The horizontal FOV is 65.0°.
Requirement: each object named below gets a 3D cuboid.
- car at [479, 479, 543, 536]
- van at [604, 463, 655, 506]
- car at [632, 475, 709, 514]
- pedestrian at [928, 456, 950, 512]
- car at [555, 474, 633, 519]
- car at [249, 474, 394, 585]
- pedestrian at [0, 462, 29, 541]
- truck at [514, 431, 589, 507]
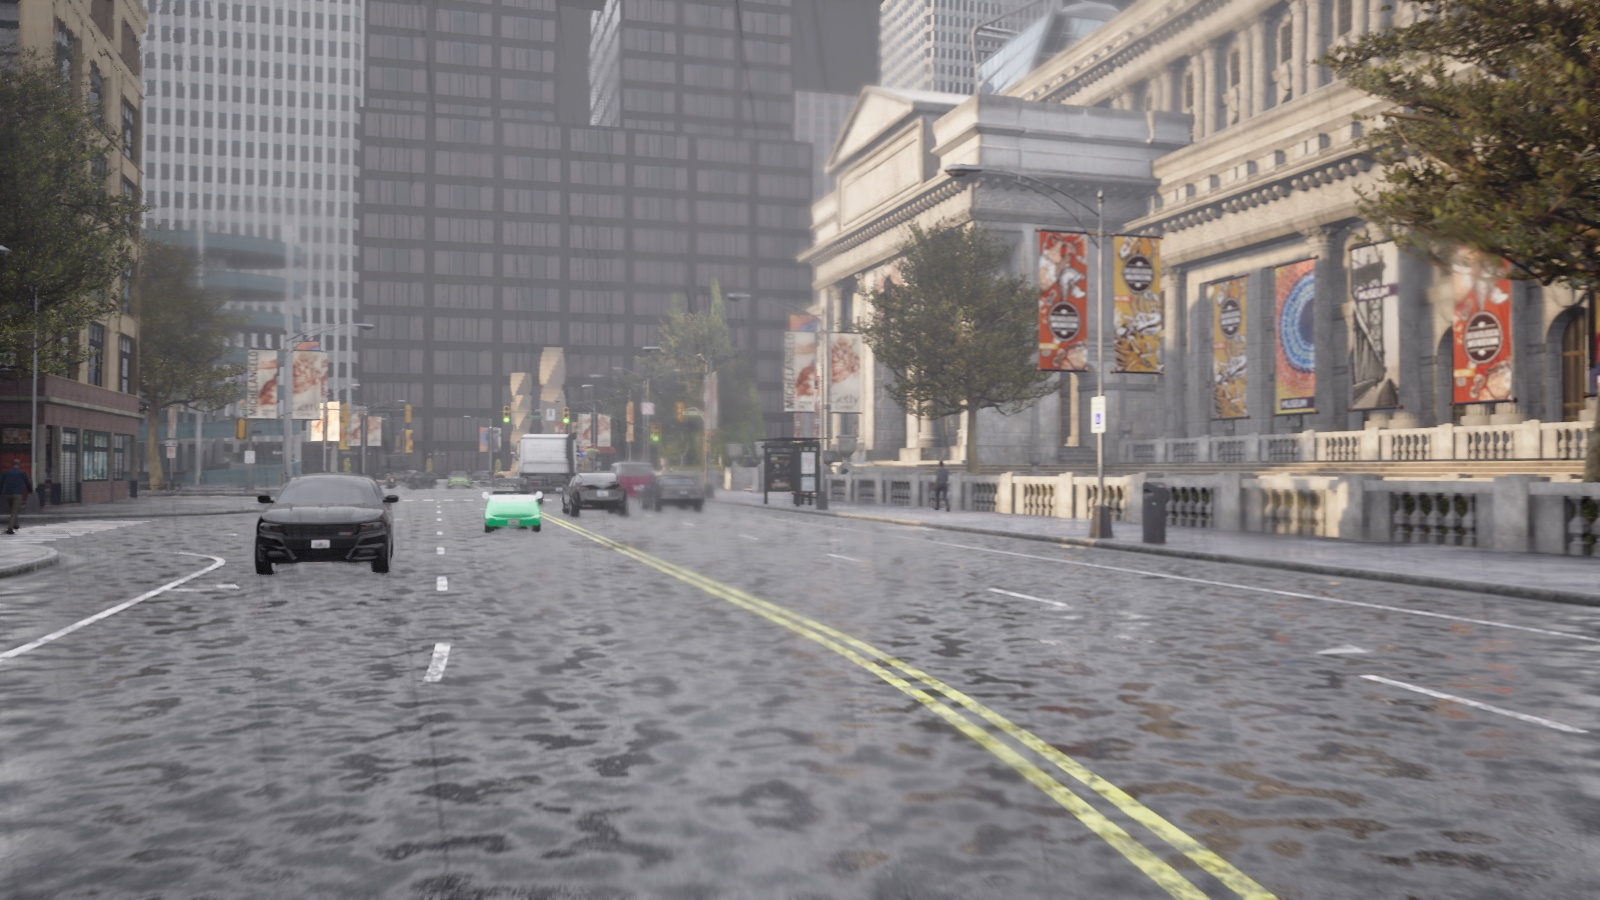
[{"bbox_3d":[-7.412,1.444,32.132,1.481,1.376,2.207,0,-1,-16],"label":"car"},{"bbox_3d":[-8.137,1.608,59.721,1.775,1.987,4.442,0,-1,-16],"label":"van"},{"bbox_3d":[-5.163,1.716,49.484,2.033,1.411,5.357,0,-1,-17],"label":"car"},{"bbox_3d":[4.871,1.185,44.024,0.423,1.949,0.788,0,-1,-22],"label":"pedestrian"},{"bbox_3d":[-7.330,1.594,44.378,2.163,1.488,4.792,0,-1,-16],"label":"car"},{"bbox_3d":[-7.600,1.170,20.351,1.882,1.535,5.008,0,-1,-17],"label":"car"},{"bbox_3d":[-18.733,1.215,29.956,0.402,1.842,0.726,0,-1,-15],"label":"pedestrian"},{"bbox_3d":[-12.183,0.916,61.104,2.891,3.462,7.936,0,-1,-16],"label":"truck"}]
